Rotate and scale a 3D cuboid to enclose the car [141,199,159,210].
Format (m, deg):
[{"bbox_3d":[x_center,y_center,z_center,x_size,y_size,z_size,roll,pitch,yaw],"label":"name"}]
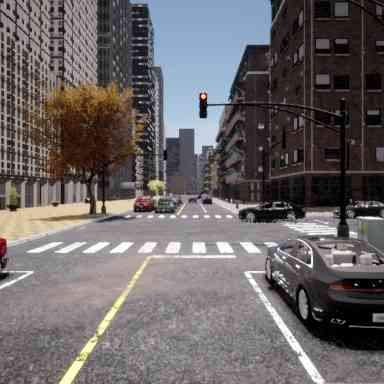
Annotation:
[{"bbox_3d":[-5.586,1.592,44.836,1.947,1.339,4.313,0,0,0],"label":"car"}]

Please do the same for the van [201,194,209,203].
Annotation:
[{"bbox_3d":[2.860,1.401,72.431,1.690,1.788,3.998,0,0,0],"label":"van"}]

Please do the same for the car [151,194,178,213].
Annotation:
[{"bbox_3d":[-2.985,1.370,36.995,2.097,1.767,4.553,0,0,-1],"label":"car"}]

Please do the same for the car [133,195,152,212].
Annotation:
[{"bbox_3d":[-5.600,1.336,39.313,2.192,1.841,5.009,0,0,0],"label":"car"}]

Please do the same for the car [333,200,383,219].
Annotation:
[{"bbox_3d":[13.487,1.350,26.286,4.403,1.369,2.008,-1,1,0],"label":"car"}]

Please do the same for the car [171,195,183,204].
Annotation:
[{"bbox_3d":[-2.889,1.401,65.096,2.097,1.767,4.553,0,0,1],"label":"car"}]

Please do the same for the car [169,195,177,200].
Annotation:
[{"bbox_3d":[-5.469,1.653,94.542,2.008,1.369,4.403,0,0,0],"label":"car"}]

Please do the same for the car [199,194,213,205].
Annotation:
[{"bbox_3d":[2.834,1.610,61.384,1.947,1.339,4.313,0,0,0],"label":"car"}]

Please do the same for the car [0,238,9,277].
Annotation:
[{"bbox_3d":[-5.675,1.545,6.925,1.887,1.381,4.507,0,0,0],"label":"car"}]

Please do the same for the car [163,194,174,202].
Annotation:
[{"bbox_3d":[-5.508,1.385,77.973,2.192,1.841,5.009,0,0,0],"label":"car"}]

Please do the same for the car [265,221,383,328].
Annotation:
[{"bbox_3d":[2.705,1.551,6.905,2.008,1.369,4.403,0,0,0],"label":"car"}]

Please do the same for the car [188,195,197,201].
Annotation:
[{"bbox_3d":[0.187,1.461,79.043,2.033,1.411,5.357,0,0,0],"label":"car"}]

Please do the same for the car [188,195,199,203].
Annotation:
[{"bbox_3d":[0.161,1.546,68.621,2.128,1.511,4.902,0,0,0],"label":"car"}]

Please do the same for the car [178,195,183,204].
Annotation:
[{"bbox_3d":[-2.959,1.528,55.291,2.128,1.511,4.902,0,0,0],"label":"car"}]

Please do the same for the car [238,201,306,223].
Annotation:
[{"bbox_3d":[5.892,1.457,24.690,4.892,1.490,1.837,-2,1,14],"label":"car"}]

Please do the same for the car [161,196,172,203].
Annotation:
[{"bbox_3d":[-5.521,1.626,72.451,1.947,1.339,4.313,0,0,0],"label":"car"}]

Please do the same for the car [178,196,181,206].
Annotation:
[{"bbox_3d":[-2.990,1.628,45.979,1.895,1.301,4.718,0,0,0],"label":"car"}]
